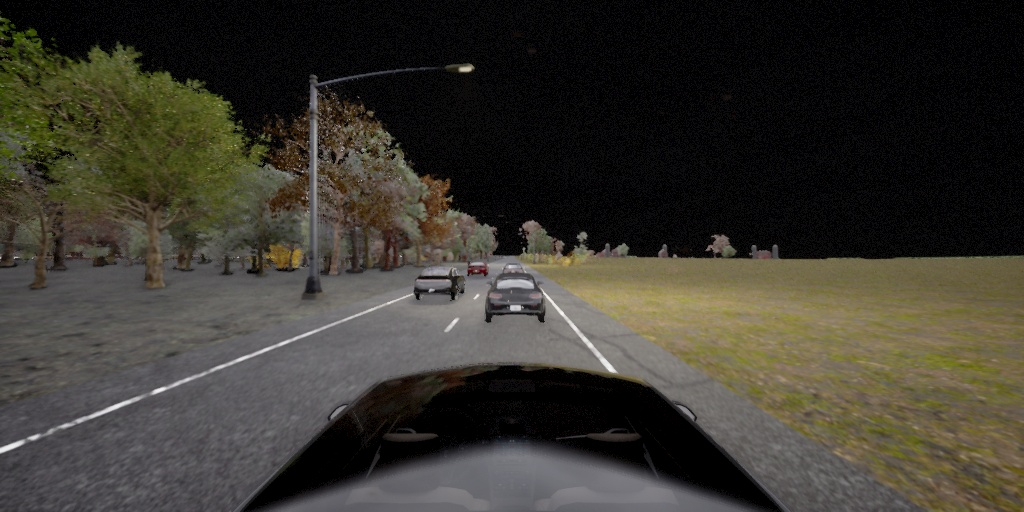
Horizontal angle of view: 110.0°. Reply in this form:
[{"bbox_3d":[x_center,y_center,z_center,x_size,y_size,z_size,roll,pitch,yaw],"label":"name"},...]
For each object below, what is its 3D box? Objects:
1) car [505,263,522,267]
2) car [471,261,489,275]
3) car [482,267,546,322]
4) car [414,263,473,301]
[{"bbox_3d":[0.099,1.329,30.485,2.033,1.411,5.357,0,0,0],"label":"car"},{"bbox_3d":[-3.401,1.266,36.669,1.882,1.535,5.008,0,0,0],"label":"car"},{"bbox_3d":[0.100,1.287,12.304,1.812,1.442,4.674,0,0,0],"label":"car"},{"bbox_3d":[-3.400,1.259,17.575,2.128,1.511,4.902,0,0,0],"label":"car"}]
